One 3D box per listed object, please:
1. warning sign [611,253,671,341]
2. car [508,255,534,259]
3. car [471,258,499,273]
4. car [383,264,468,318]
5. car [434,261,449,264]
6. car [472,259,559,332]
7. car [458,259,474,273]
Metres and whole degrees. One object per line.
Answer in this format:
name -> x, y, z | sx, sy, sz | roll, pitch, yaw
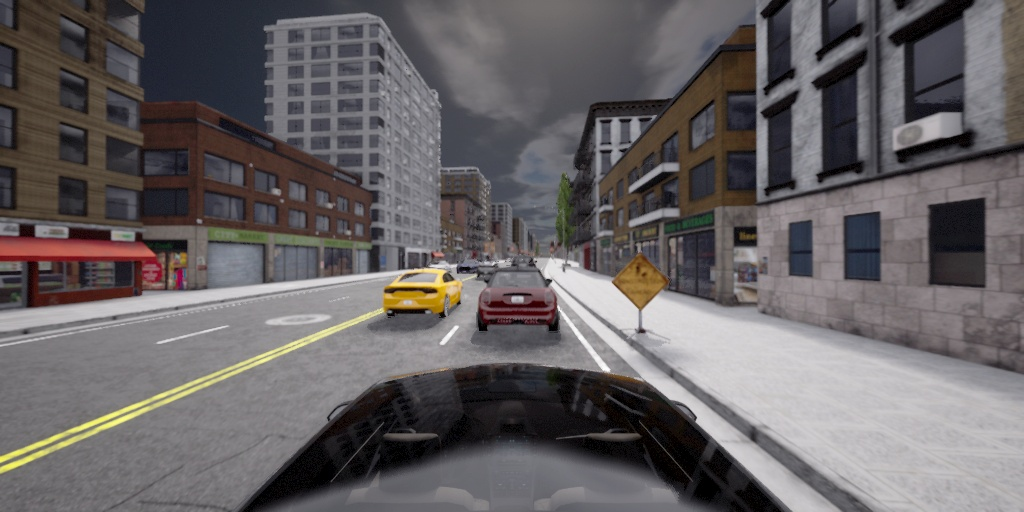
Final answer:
warning sign -> 2.892, 0.857, 8.077 | 1.300, 1.860, 1.060 | 0, 0, 1
car -> 1.098, 0.964, 32.493 | 2.150, 2.045, 5.566 | 0, 0, 4
car -> -2.091, 1.236, 33.470 | 2.128, 1.511, 4.902 | 0, 0, 4
car -> -3.008, 1.215, 13.037 | 1.882, 1.535, 5.008 | 0, 0, 1
car -> -8.241, 1.280, 41.144 | 1.812, 1.442, 4.674 | 0, 0, 5
car -> 0.194, 1.091, 10.976 | 2.097, 1.767, 4.553 | 0, 0, 1
car -> -4.986, 1.106, 41.074 | 2.097, 1.767, 4.553 | 0, 0, 5
